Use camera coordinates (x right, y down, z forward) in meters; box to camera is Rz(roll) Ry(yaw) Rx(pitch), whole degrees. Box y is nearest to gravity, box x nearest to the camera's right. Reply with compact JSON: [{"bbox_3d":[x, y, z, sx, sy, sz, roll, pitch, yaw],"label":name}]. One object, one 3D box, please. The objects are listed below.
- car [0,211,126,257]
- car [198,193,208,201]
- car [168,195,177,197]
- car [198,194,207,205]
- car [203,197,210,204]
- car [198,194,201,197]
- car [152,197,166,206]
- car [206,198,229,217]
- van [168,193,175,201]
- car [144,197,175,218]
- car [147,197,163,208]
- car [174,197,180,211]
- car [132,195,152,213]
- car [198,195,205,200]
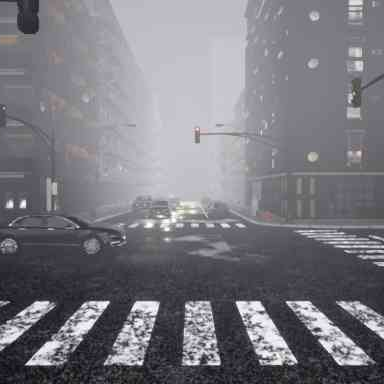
[{"bbox_3d":[-4.974,1.503,12.448,4.892,1.490,1.837,-1,0,-1],"label":"car"},{"bbox_3d":[2.567,1.282,81.317,2.192,1.841,5.009,-1,0,0],"label":"car"},{"bbox_3d":[-2.764,1.530,50.948,2.033,1.411,5.357,0,0,1],"label":"car"},{"bbox_3d":[2.566,1.524,59.160,1.887,1.381,4.507,-1,0,0],"label":"car"},{"bbox_3d":[2.561,1.539,37.003,2.008,1.369,4.403,-1,0,0],"label":"car"},{"bbox_3d":[2.569,1.552,75.778,1.802,1.307,4.206,-1,0,0],"label":"car"},{"bbox_3d":[-5.315,1.564,53.676,1.802,1.307,4.206,-1,0,0],"label":"car"},{"bbox_3d":[2.561,1.573,31.464,1.802,1.307,4.206,-1,0,0],"label":"car"},{"bbox_3d":[-5.312,1.304,86.899,1.690,1.788,3.998,-1,0,0],"label":"van"},{"bbox_3d":[-2.836,1.496,30.197,1.837,1.490,4.892,0,0,0],"label":"car"},{"bbox_3d":[-5.317,1.509,47.968,1.752,1.417,4.829,-1,0,0],"label":"car"},{"bbox_3d":[-2.831,1.588,40.297,1.895,1.301,4.718,0,0,0],"label":"car"},{"bbox_3d":[-5.322,1.304,37.064,2.192,1.841,5.009,-1,0,0],"label":"car"},{"bbox_3d":[2.573,1.541,92.395,1.802,1.307,4.206,-1,0,0],"label":"car"}]
